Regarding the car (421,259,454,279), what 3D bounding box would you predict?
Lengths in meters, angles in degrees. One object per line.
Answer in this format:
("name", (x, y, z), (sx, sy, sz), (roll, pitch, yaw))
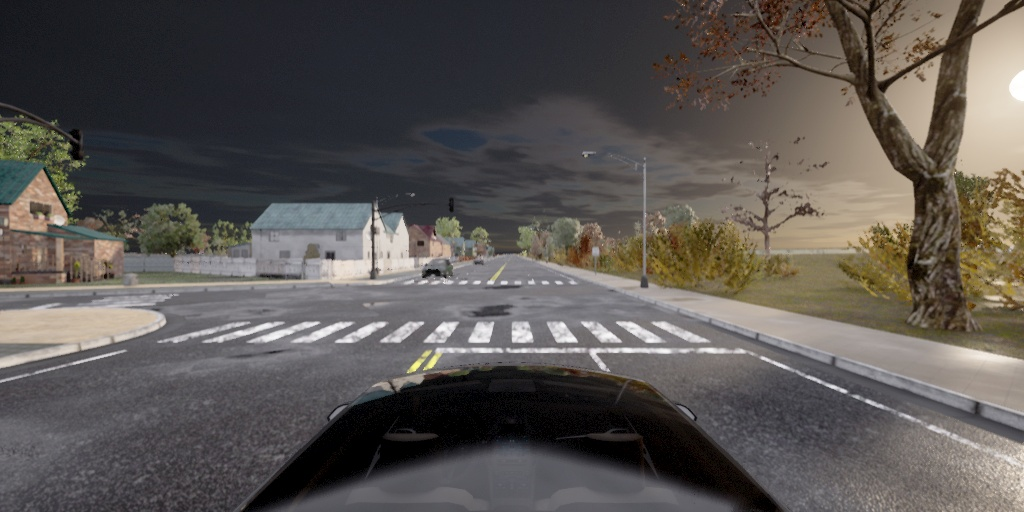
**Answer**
("car", (-6.429, 1.011, 31.403), (2.097, 1.767, 4.553), (0, 0, 0))
